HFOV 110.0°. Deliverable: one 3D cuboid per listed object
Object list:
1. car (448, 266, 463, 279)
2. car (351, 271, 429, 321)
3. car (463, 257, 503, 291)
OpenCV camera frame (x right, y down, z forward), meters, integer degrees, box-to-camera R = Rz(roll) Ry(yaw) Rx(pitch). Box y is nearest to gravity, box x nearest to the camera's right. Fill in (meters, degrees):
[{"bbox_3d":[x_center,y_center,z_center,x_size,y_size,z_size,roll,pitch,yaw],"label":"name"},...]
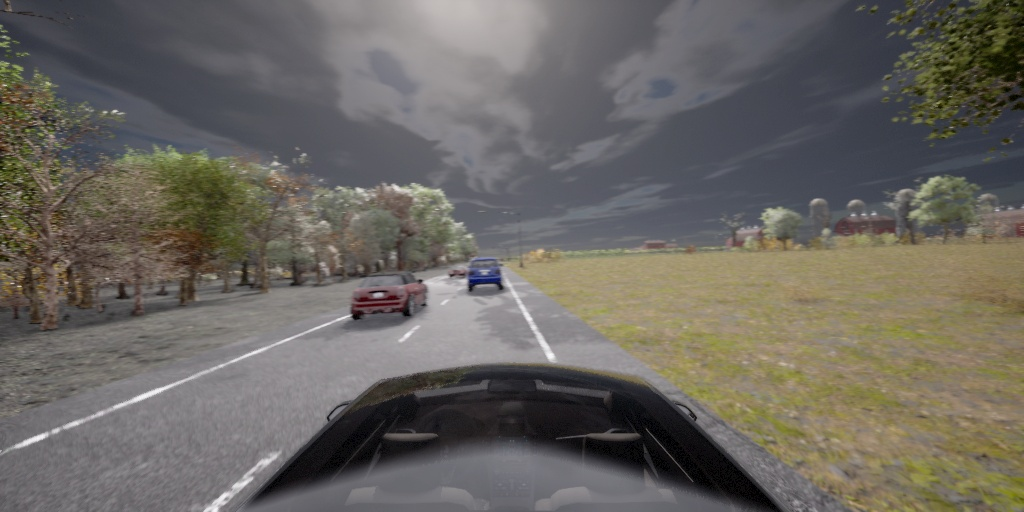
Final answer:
[{"bbox_3d":[-6.071,1.819,40.970,1.895,1.301,4.718,-3,0,-3],"label":"car"},{"bbox_3d":[-4.803,1.416,14.708,2.097,1.767,4.553,-3,0,-3],"label":"car"},{"bbox_3d":[-1.772,1.145,24.154,2.150,2.045,5.566,-3,0,-3],"label":"car"}]
